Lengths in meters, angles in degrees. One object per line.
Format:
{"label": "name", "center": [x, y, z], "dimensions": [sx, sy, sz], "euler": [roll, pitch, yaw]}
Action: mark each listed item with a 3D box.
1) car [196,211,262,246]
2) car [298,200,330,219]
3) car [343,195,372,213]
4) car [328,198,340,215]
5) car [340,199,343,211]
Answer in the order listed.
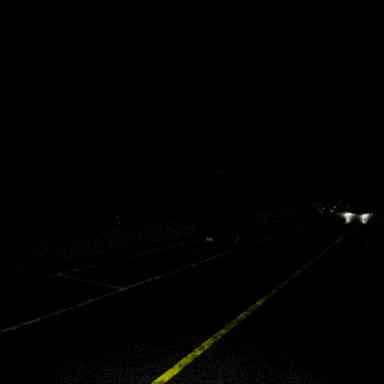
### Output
{"label": "car", "center": [1.865, 1.566, 15.398], "dimensions": [1.947, 1.339, 4.313], "euler": [0, 0, 32]}
{"label": "car", "center": [10.644, 1.582, 29.458], "dimensions": [1.802, 1.307, 4.206], "euler": [0, 0, 32]}
{"label": "car", "center": [18.556, 1.478, 37.167], "dimensions": [1.882, 1.535, 5.008], "euler": [0, 0, 33]}
{"label": "car", "center": [13.571, 1.566, 34.144], "dimensions": [1.947, 1.339, 4.313], "euler": [0, 0, 32]}
{"label": "car", "center": [16.497, 1.441, 38.830], "dimensions": [1.967, 1.590, 4.097], "euler": [0, 0, 32]}
